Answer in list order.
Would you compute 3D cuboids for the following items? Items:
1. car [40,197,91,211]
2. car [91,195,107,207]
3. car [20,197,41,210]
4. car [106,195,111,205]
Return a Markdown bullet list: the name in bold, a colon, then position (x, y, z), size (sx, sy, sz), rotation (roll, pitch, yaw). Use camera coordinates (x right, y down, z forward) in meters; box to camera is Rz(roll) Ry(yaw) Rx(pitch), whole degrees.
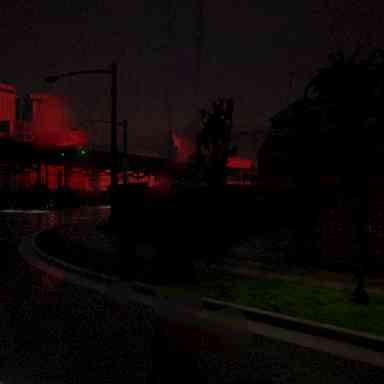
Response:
- **car**: position (-14.903, 1.354, 39.560), size (1.837, 1.490, 4.892), rotation (0, 1, 37)
- **car**: position (-12.956, 1.249, 47.952), size (2.128, 1.511, 4.902), rotation (0, 1, 37)
- **car**: position (-18.471, 1.392, 40.645), size (1.812, 1.442, 4.674), rotation (0, 1, 37)
- **car**: position (-9.036, 1.281, 47.337), size (2.033, 1.411, 5.357), rotation (0, 1, 37)
